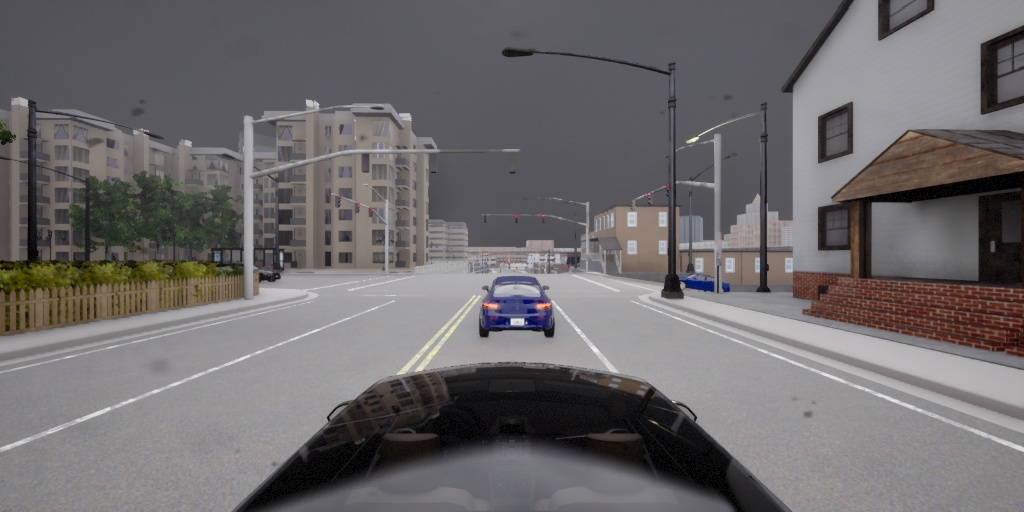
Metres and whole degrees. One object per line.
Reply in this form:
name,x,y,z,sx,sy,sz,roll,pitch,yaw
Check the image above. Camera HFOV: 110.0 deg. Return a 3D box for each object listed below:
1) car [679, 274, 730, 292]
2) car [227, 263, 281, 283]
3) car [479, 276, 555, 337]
car,15.384,2.209,29.825,5.008,1.535,1.882,9,0,1
car,-19.880,1.255,26.647,4.892,1.490,1.837,0,0,1
car,0.112,1.276,10.145,1.812,1.442,4.674,0,0,0
